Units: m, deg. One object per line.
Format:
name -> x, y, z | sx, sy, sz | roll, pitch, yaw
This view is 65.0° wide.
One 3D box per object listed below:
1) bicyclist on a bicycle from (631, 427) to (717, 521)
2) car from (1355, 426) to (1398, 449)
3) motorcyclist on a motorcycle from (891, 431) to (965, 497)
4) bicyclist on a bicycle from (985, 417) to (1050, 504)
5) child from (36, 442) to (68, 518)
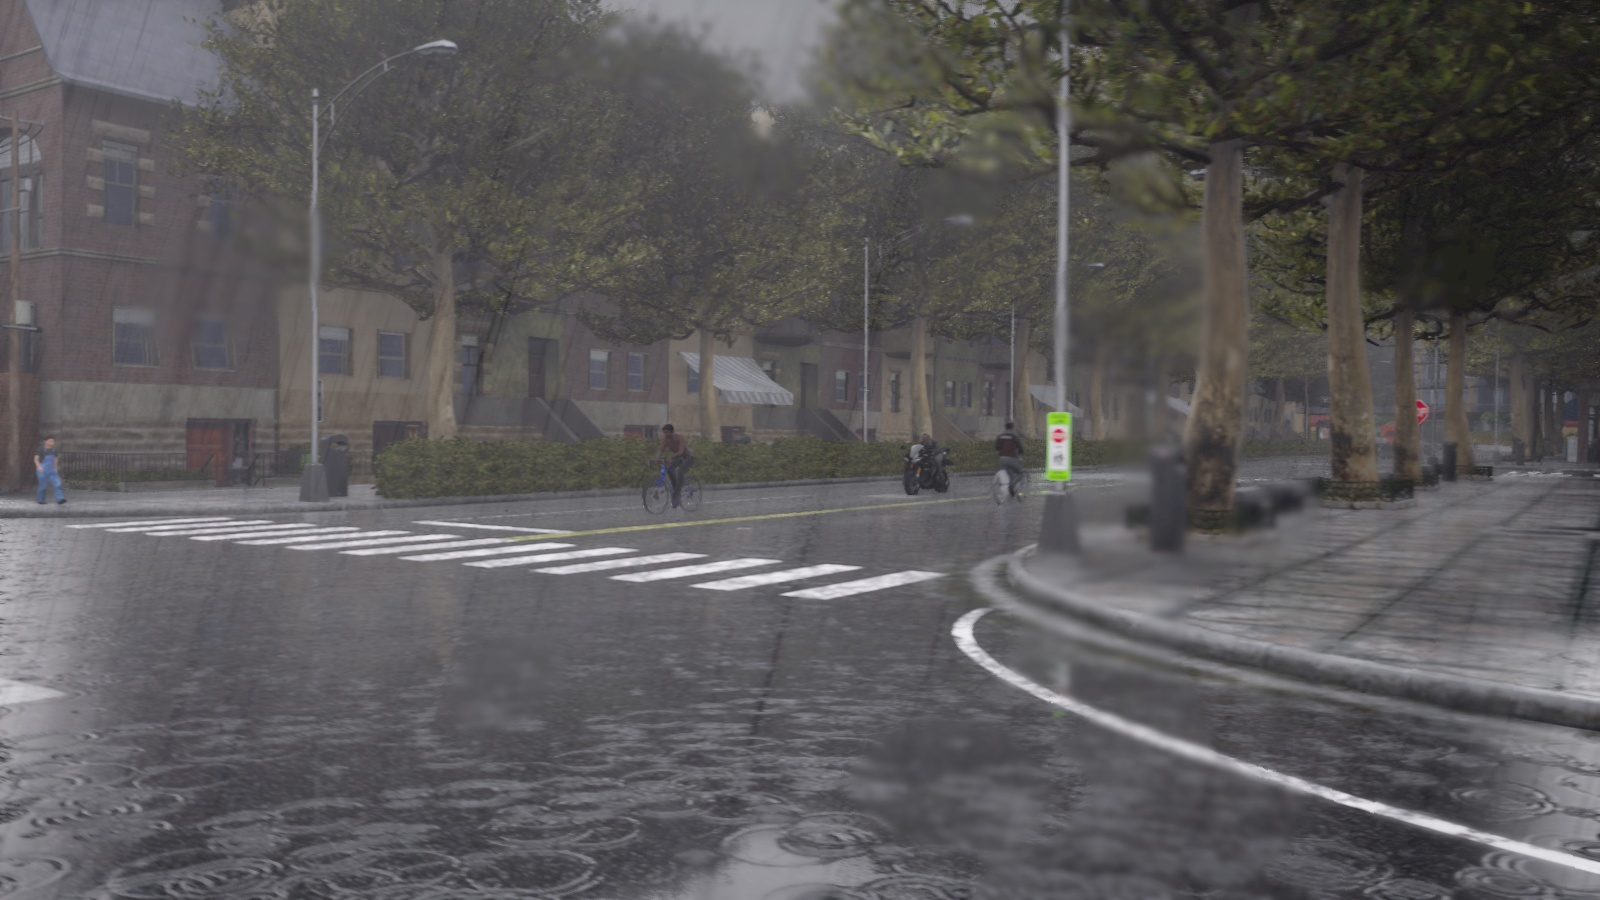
bicyclist on a bicycle -> -2.238, 0.397, 22.508 | 0.582, 1.620, 1.656 | 0, 1, 33
car -> 39.689, -0.860, 86.382 | 2.007, 1.525, 4.514 | 0, 1, 33
motorcyclist on a motorcycle -> 3.148, 0.318, 30.718 | 0.866, 1.530, 2.191 | 0, 1, 33
bicyclist on a bicycle -> 4.620, 0.197, 26.583 | 0.659, 1.776, 1.843 | 0, 1, 33
child -> -12.563, 0.493, 21.093 | 0.437, 1.263, 0.270 | 0, 1, 33
